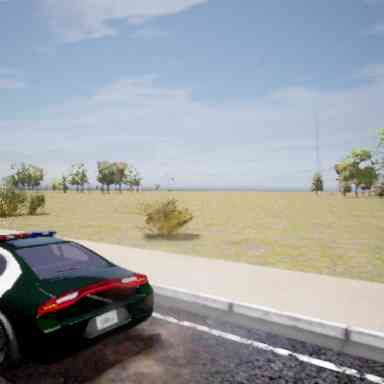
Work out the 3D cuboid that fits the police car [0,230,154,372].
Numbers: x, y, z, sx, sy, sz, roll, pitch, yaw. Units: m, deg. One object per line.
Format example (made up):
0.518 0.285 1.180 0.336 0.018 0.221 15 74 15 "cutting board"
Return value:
-3.072 1.473 5.748 4.974 1.542 2.038 0 0 35 "police car"
